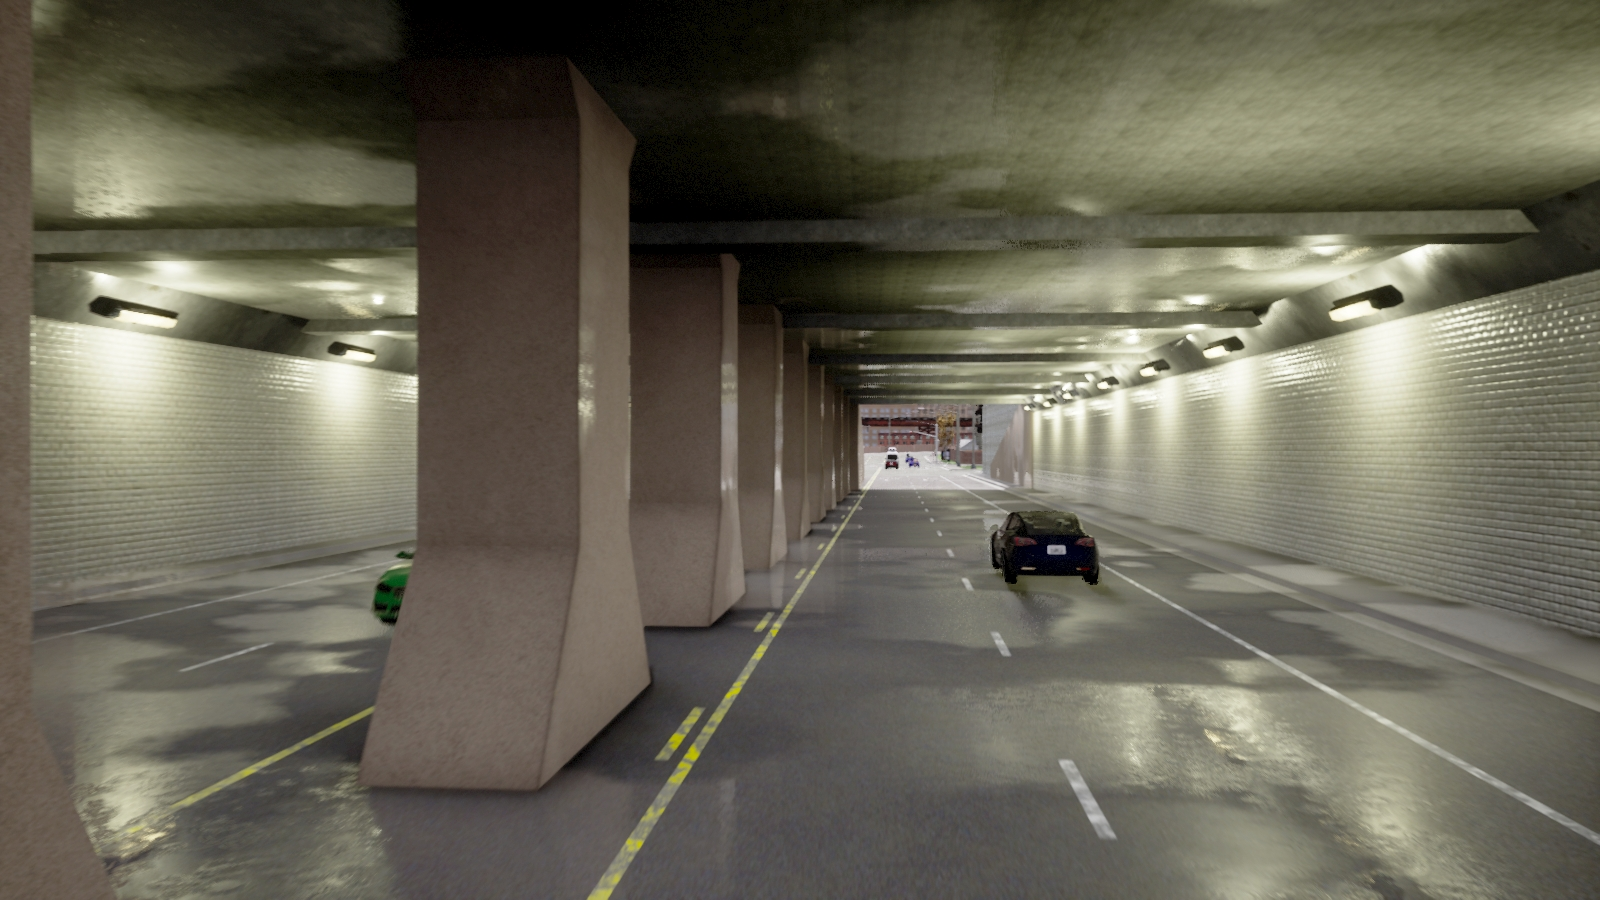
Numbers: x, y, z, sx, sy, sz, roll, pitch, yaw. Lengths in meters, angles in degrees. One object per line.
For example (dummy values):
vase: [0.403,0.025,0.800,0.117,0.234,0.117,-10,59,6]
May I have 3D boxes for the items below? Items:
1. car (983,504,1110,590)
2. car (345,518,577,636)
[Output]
car: [5.346,2.063,25.426,2.163,1.488,4.792,0,0,5]
car: [-5.618,2.060,19.745,2.231,1.480,4.892,0,0,5]
